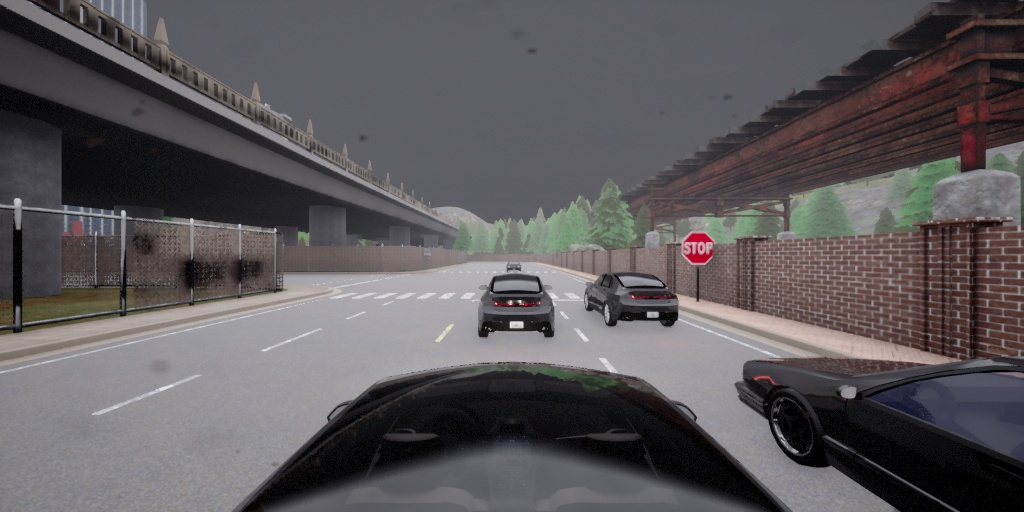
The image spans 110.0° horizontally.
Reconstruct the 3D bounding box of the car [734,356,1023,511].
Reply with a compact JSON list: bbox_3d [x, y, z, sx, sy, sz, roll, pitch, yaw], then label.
[{"bbox_3d":[3.600,1.297,1.839,2.033,1.411,5.357,0,0,0],"label":"car"}]

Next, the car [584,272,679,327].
[{"bbox_3d":[3.609,1.255,11.586,1.837,1.490,4.892,0,0,0],"label":"car"}]

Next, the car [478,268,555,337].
[{"bbox_3d":[0.106,1.255,10.229,1.837,1.490,4.892,0,0,0],"label":"car"}]

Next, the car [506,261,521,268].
[{"bbox_3d":[0.224,1.351,46.365,1.895,1.301,4.718,0,0,-1],"label":"car"}]
